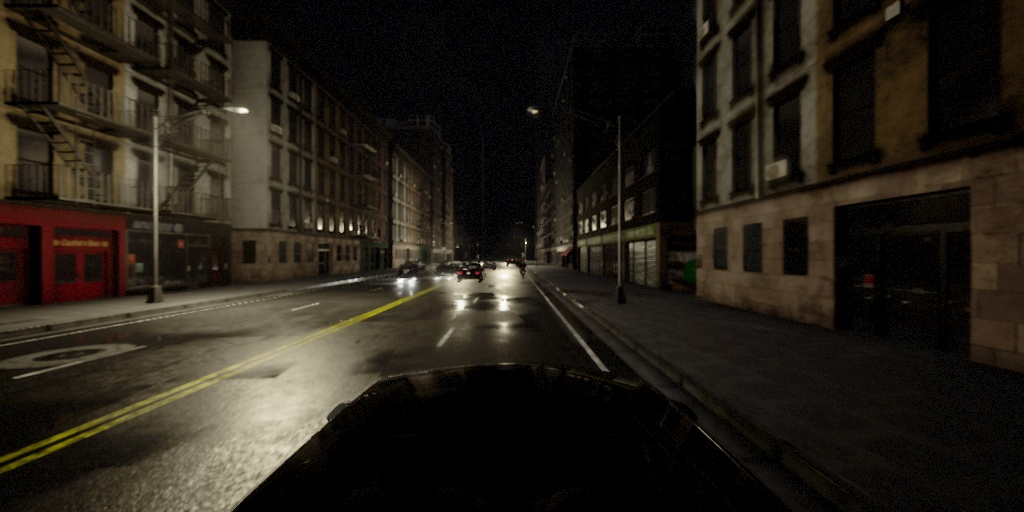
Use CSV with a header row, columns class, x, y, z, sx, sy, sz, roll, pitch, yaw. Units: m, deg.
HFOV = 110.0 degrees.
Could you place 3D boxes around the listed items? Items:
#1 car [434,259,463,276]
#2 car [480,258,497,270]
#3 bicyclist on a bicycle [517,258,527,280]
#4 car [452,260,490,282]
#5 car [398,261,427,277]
class,x,y,z,sx,sy,sz,roll,pitch,yaw
car,-6.599,1.292,36.806,2.033,1.411,5.357,0,0,0
car,-3.156,1.345,51.902,1.895,1.301,4.718,0,0,0
bicyclist on a bicycle,0.891,1.116,28.981,0.659,1.776,1.843,0,0,0
car,-3.153,1.293,28.550,2.033,1.411,5.357,0,0,0
car,-9.843,1.238,35.681,2.128,1.511,4.902,0,0,0
